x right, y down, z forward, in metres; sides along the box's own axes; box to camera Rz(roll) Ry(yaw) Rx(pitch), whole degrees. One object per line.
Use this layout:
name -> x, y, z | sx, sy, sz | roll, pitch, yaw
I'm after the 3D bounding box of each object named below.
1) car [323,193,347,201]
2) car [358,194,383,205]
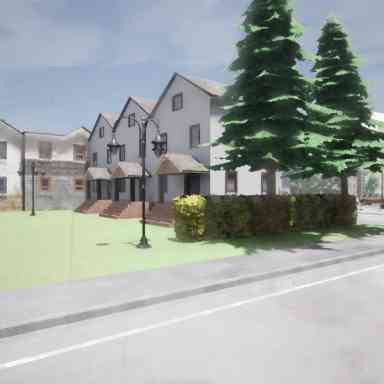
car -> 32.105, 1.097, 74.691 | 1.932, 1.855, 4.605 | 0, 0, -36
car -> 27.232, 1.097, 49.238 | 1.932, 1.855, 4.605 | 0, 0, -36
